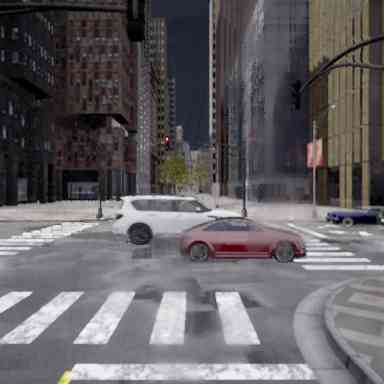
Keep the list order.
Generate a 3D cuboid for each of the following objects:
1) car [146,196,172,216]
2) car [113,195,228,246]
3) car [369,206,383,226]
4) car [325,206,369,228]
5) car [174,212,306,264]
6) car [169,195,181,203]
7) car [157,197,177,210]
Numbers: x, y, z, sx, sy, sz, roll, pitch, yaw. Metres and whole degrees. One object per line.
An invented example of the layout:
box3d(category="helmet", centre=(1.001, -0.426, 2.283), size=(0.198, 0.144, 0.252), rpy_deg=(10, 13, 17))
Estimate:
box3d(category="car", centre=(-3.162, 1.262, 32.628), size=(2.097, 1.767, 4.553), rpy_deg=(0, 0, 0))
box3d(category="car", centre=(-0.571, 1.180, 14.466), size=(5.566, 2.045, 2.150), rpy_deg=(0, 0, 0))
box3d(category="car", centre=(13.039, 1.184, 17.889), size=(5.566, 2.045, 2.150), rpy_deg=(0, 0, 0))
box3d(category="car", centre=(11.055, 1.545, 21.145), size=(4.718, 1.301, 1.895), rpy_deg=(0, 0, 0))
box3d(category="car", centre=(1.617, 1.535, 11.212), size=(4.181, 1.385, 1.994), rpy_deg=(0, 0, 0))
box3d(category="car", centre=(-3.178, 1.304, 63.242), size=(1.882, 1.535, 5.008), rpy_deg=(0, 0, 0))
box3d(category="car", centre=(-3.173, 1.373, 42.679), size=(2.128, 1.511, 4.902), rpy_deg=(0, 0, 0))
